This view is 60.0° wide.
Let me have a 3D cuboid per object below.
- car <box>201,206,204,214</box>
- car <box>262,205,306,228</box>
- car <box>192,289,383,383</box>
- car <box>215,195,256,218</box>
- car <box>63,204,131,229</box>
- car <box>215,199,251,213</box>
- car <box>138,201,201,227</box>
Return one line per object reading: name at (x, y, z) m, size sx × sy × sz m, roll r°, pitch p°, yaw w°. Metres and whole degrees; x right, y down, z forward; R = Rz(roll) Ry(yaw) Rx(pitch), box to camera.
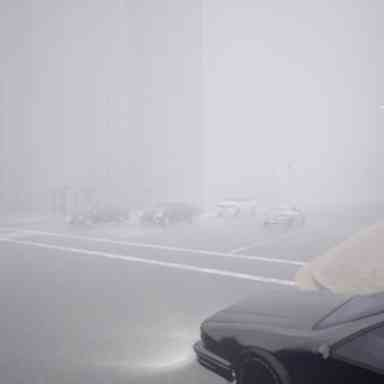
car at (-0.887, 1.657, 31.052) m, size 2.033 × 1.411 × 5.357 m, roll 0°, pitch 0°, yaw 35°
car at (6.347, 1.603, 22.802) m, size 1.812 × 1.442 × 4.674 m, roll 0°, pitch 0°, yaw 35°
car at (2.482, 1.546, 2.769) m, size 5.357 × 1.411 × 2.033 m, roll 0°, pitch 0°, yaw 43°
car at (4.369, 1.320, 32.482) m, size 2.150 × 2.045 × 5.566 m, roll 0°, pitch 0°, yaw 35°
car at (-6.465, 1.602, 23.056) m, size 2.128 × 1.511 × 4.902 m, roll 0°, pitch 0°, yaw 36°
car at (4.891, 1.601, 39.325) m, size 2.128 × 1.511 × 4.902 m, roll 0°, pitch 0°, yaw 35°
car at (-1.705, 1.451, 23.732) m, size 2.097 × 1.767 × 4.553 m, roll 0°, pitch 0°, yaw 35°
